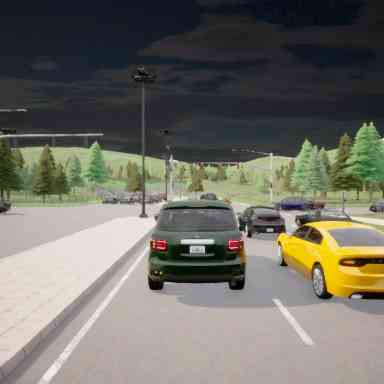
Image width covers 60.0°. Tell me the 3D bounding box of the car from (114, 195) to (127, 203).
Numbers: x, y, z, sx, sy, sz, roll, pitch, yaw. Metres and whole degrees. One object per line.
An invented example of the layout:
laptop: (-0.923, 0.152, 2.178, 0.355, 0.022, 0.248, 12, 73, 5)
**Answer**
car: (-15.091, 1.500, 70.287, 1.837, 1.490, 4.892, 0, 0, 0)

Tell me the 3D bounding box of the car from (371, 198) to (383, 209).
car: (26.957, 1.525, 44.827, 4.674, 1.442, 1.812, 0, 0, 1)

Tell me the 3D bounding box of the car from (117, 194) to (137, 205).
car: (-11.687, 1.526, 60.189, 1.812, 1.442, 4.674, 0, 0, 1)

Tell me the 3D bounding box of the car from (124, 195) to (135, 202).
car: (-15.105, 1.478, 80.675, 1.882, 1.535, 5.008, 0, 0, 0)

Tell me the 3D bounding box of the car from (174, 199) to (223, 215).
car: (0.607, 1.505, 33.905, 4.892, 1.490, 1.837, 0, 0, -3)

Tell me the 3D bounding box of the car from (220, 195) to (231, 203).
car: (6.990, 1.477, 69.426, 1.882, 1.535, 5.008, 0, 0, 0)

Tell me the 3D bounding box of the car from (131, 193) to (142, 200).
car: (-15.106, 1.224, 91.217, 2.150, 2.045, 5.566, 0, 0, 0)

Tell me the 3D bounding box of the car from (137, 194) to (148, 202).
car: (-11.602, 1.355, 78.146, 2.097, 1.767, 4.553, 0, 0, 0)

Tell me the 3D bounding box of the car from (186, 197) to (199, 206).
car: (0.062, 1.564, 57.012, 1.994, 1.385, 4.181, 0, 0, 0)

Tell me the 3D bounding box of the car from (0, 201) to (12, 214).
car: (-20.623, 1.505, 33.041, 4.892, 1.490, 1.837, 0, 0, 0)

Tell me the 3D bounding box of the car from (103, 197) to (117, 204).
car: (-15.132, 1.564, 61.615, 1.994, 1.385, 4.181, 0, 0, 0)

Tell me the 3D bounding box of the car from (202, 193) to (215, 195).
car: (3.499, 1.221, 64.930, 2.150, 2.045, 5.566, 0, 0, 0)

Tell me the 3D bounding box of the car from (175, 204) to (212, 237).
car: (0.079, 1.505, 19.069, 1.837, 1.490, 4.892, 0, 0, 0)

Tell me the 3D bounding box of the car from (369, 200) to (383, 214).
car: (20.708, 1.564, 34.393, 4.181, 1.385, 1.994, 0, 0, 1)

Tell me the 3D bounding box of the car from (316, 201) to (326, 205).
car: (13.982, 1.601, 41.684, 4.718, 1.301, 1.895, 0, 0, 4)

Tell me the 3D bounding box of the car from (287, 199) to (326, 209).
car: (15.480, 1.601, 45.060, 4.718, 1.301, 1.895, 0, 0, 3)

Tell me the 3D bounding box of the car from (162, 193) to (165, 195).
car: (-8.102, 1.552, 78.126, 1.994, 1.385, 4.181, 0, 0, 0)

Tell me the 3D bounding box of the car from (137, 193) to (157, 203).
car: (-8.142, 1.491, 60.537, 2.128, 1.511, 4.902, 0, 0, 0)

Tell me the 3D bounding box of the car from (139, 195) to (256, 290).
car: (0.091, 1.221, 9.212, 2.150, 2.045, 5.566, 0, 0, 0)

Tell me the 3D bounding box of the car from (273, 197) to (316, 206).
car: (11.169, 1.351, 37.963, 4.553, 1.767, 2.097, 0, 0, 0)

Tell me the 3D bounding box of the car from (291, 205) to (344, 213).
car: (7.080, 1.601, 17.864, 1.895, 1.301, 4.718, 0, 0, 0)

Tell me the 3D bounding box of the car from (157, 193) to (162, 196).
car: (-8.090, 1.355, 69.618, 2.097, 1.767, 4.553, 0, 0, 0)

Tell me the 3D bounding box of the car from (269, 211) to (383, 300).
car: (3.589, 1.478, 8.466, 1.882, 1.535, 5.008, 0, 0, 0)

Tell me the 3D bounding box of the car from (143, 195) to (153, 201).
car: (-11.613, 1.552, 88.158, 1.994, 1.385, 4.181, 0, 0, 0)

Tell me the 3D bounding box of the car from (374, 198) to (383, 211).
car: (25.619, 1.492, 41.344, 4.902, 1.511, 2.128, 0, 0, 1)

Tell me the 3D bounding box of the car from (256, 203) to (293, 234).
car: (3.580, 1.505, 17.691, 1.837, 1.490, 4.892, 0, 0, 0)
